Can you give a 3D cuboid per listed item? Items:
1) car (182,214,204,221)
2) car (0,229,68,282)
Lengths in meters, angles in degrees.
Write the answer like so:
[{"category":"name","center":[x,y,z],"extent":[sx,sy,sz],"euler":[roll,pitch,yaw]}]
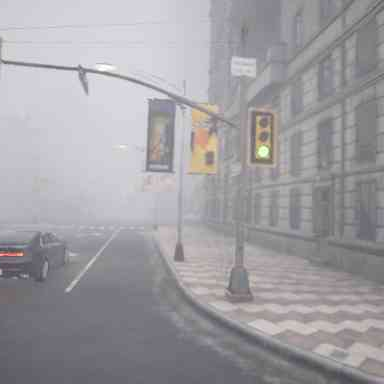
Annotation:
[{"category":"car","center":[0.535,4.675,60.649],"extent":[4.674,1.442,1.812],"euler":[4,-4,-25]},{"category":"car","center":[-5.410,1.980,10.961],"extent":[1.837,1.490,4.892],"euler":[2,-4,-9]}]
